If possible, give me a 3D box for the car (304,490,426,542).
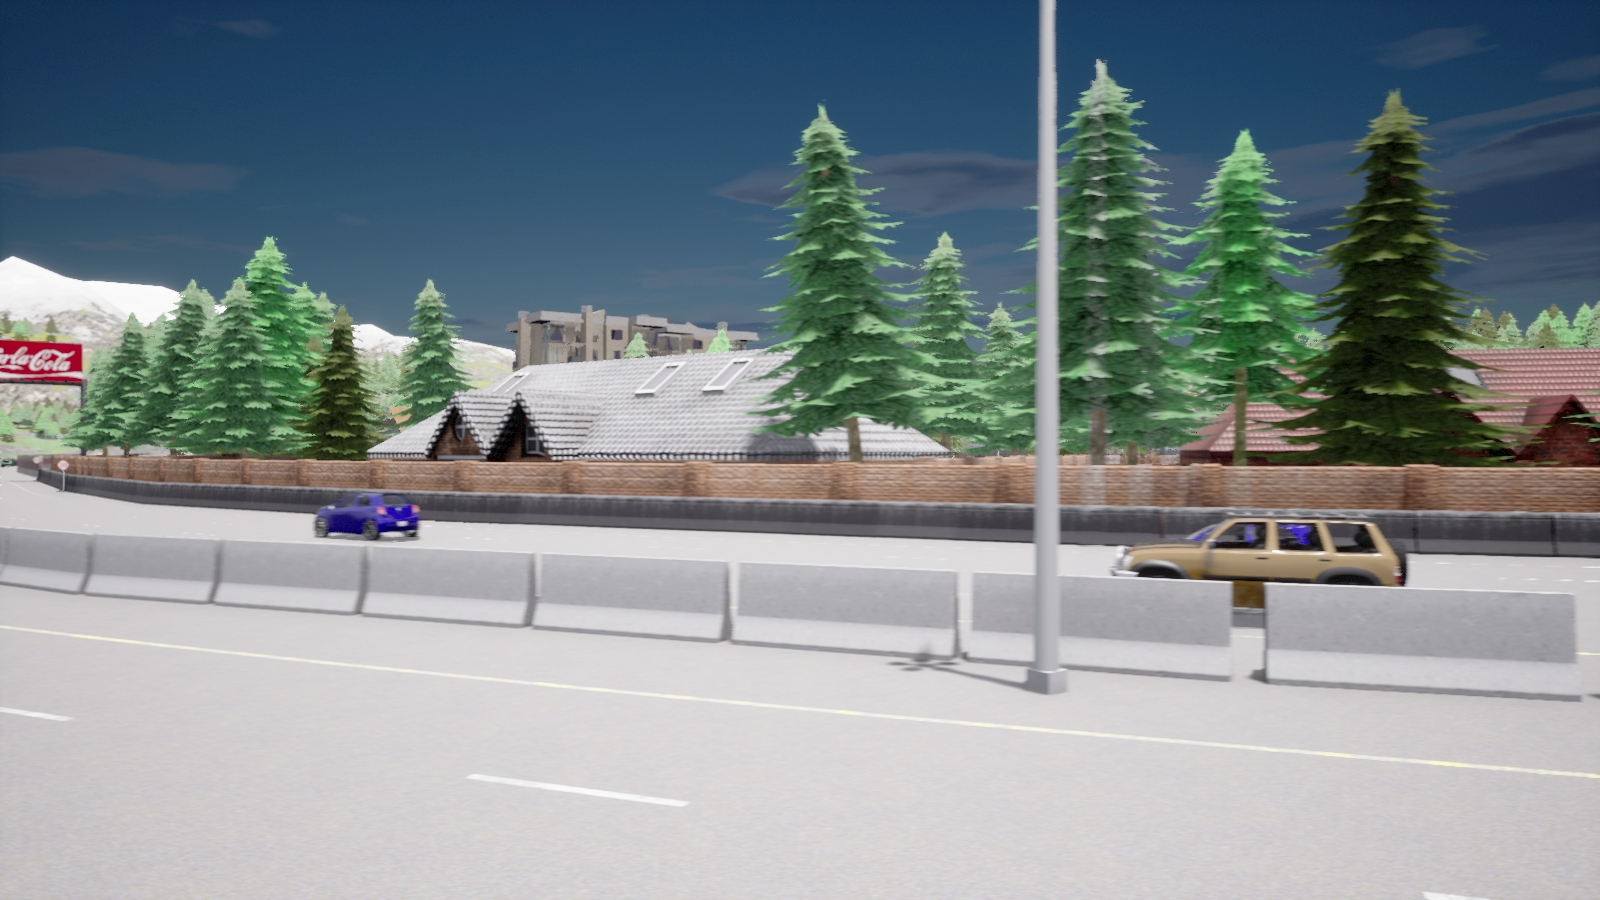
[{"bbox_3d":[-14.070,2.092,36.951,3.633,1.501,1.845,0,0,32],"label":"car"}]

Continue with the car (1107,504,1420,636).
[{"bbox_3d":[7.572,1.901,19.034,4.605,1.855,1.932,0,0,20],"label":"car"}]

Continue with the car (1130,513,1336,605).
[{"bbox_3d":[8.442,2.082,22.393,3.633,1.501,1.845,0,0,21],"label":"car"}]
